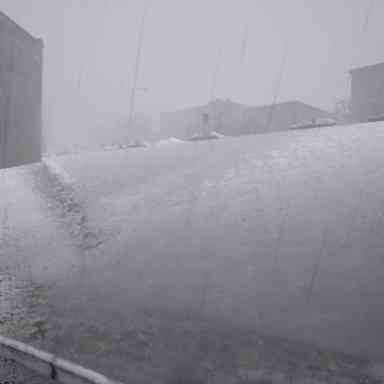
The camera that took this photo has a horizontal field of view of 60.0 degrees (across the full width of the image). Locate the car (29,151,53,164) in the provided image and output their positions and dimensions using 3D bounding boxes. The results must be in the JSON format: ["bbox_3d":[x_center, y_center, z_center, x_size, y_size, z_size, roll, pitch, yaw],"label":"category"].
[{"bbox_3d":[-28.914,-6.617,63.671,2.435,2.045,5.566,0,2,-44],"label":"car"}]

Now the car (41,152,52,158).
[{"bbox_3d":[-25.123,-6.163,59.718,2.002,1.452,4.674,0,2,-44],"label":"car"}]

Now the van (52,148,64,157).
[{"bbox_3d":[-21.213,-6.255,55.642,1.878,1.987,4.442,0,2,-44],"label":"van"}]

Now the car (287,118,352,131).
[{"bbox_3d":[9.255,-4.531,23.879,2.231,1.521,4.892,0,2,-44],"label":"car"}]

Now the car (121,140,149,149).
[{"bbox_3d":[-6.039,-5.430,39.823,2.185,1.767,4.553,0,2,-44],"label":"car"}]

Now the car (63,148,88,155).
[{"bbox_3d":[-17.484,-5.856,51.753,2.231,1.521,4.892,0,2,-44],"label":"car"}]

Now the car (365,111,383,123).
[{"bbox_3d":[13.079,-4.325,19.904,2.231,1.521,4.892,0,2,-44],"label":"car"}]

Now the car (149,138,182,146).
[{"bbox_3d":[-2.116,-5.067,35.733,2.002,1.452,4.674,0,2,-44],"label":"car"}]

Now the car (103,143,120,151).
[{"bbox_3d":[-9.858,-5.619,43.805,2.185,1.767,4.553,0,2,-44],"label":"car"}]

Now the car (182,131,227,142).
[{"bbox_3d":[1.689,-5.042,31.767,2.185,1.767,4.553,0,2,-44],"label":"car"}]
